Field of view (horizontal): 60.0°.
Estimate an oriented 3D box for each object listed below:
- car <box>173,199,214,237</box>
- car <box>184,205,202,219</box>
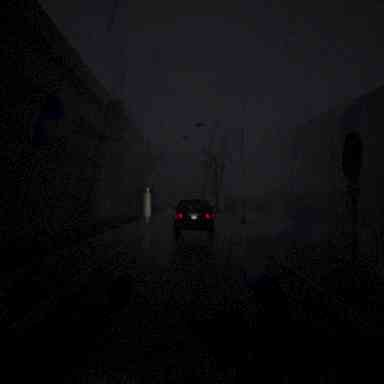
[{"bbox_3d":[0.085,1.424,19.531,2.150,2.045,5.566,0,-1,0],"label":"car"},{"bbox_3d":[0.098,2.209,37.756,1.882,1.535,5.008,0,-2,0],"label":"car"}]
